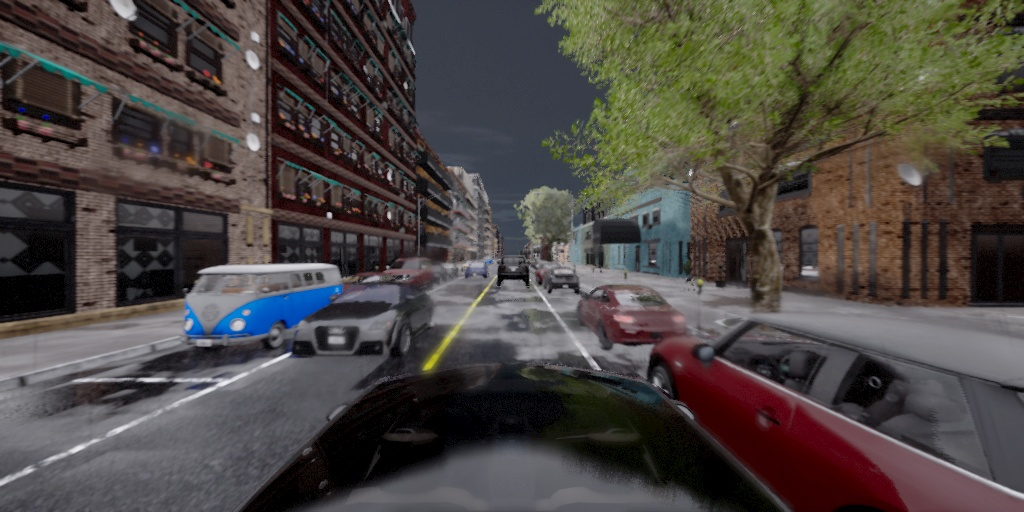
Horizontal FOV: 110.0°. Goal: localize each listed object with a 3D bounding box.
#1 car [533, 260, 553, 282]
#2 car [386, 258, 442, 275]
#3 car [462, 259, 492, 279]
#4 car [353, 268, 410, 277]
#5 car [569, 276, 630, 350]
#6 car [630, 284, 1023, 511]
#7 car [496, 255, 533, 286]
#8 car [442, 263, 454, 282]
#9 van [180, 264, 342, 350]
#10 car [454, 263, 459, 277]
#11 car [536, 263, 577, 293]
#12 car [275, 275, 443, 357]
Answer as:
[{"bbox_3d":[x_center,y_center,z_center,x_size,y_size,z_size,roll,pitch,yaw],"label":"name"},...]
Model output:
[{"bbox_3d":[2.679,1.169,25.822,1.967,1.591,4.097,0,0,0],"label":"car"},{"bbox_3d":[-5.700,1.047,20.123,2.192,1.841,5.009,0,0,0],"label":"car"},{"bbox_3d":[-3.053,1.254,31.809,1.812,1.442,4.674,0,0,0],"label":"car"},{"bbox_3d":[-5.697,1.318,14.427,1.802,1.307,4.207,0,0,0],"label":"car"},{"bbox_3d":[2.686,1.324,8.733,1.802,1.307,4.207,0,0,0],"label":"car"},{"bbox_3d":[2.688,1.188,3.035,1.967,1.591,4.097,0,0,0],"label":"car"},{"bbox_3d":[0.087,0.953,25.347,2.150,2.045,5.566,0,0,0],"label":"car"},{"bbox_3d":[-5.702,1.296,25.820,1.948,1.339,4.313,0,0,0],"label":"car"},{"bbox_3d":[-5.695,1.083,8.730,1.690,1.789,3.998,0,0,0],"label":"van"},{"bbox_3d":[-5.705,1.279,31.516,2.007,1.370,4.403,0,0,0],"label":"car"},{"bbox_3d":[2.681,1.283,20.125,2.007,1.370,4.403,0,0,0],"label":"car"},{"bbox_3d":[-3.090,1.306,8.341,1.994,1.385,4.181,0,0,0],"label":"car"}]
